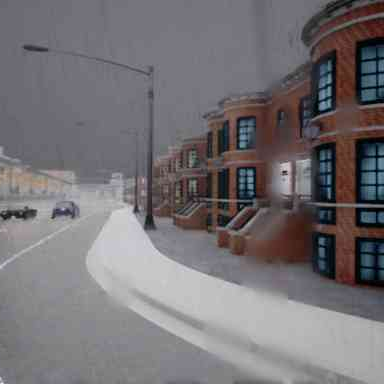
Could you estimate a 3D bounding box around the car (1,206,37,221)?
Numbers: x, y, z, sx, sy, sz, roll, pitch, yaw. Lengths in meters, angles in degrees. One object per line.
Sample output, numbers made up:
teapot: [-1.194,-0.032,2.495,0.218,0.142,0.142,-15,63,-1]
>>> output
car: [-15.613,1.886,30.385,1.895,1.301,4.718,1,-1,-12]

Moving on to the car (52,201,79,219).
car: [-12.759,1.718,33.835,2.097,1.767,4.553,1,-1,-12]
